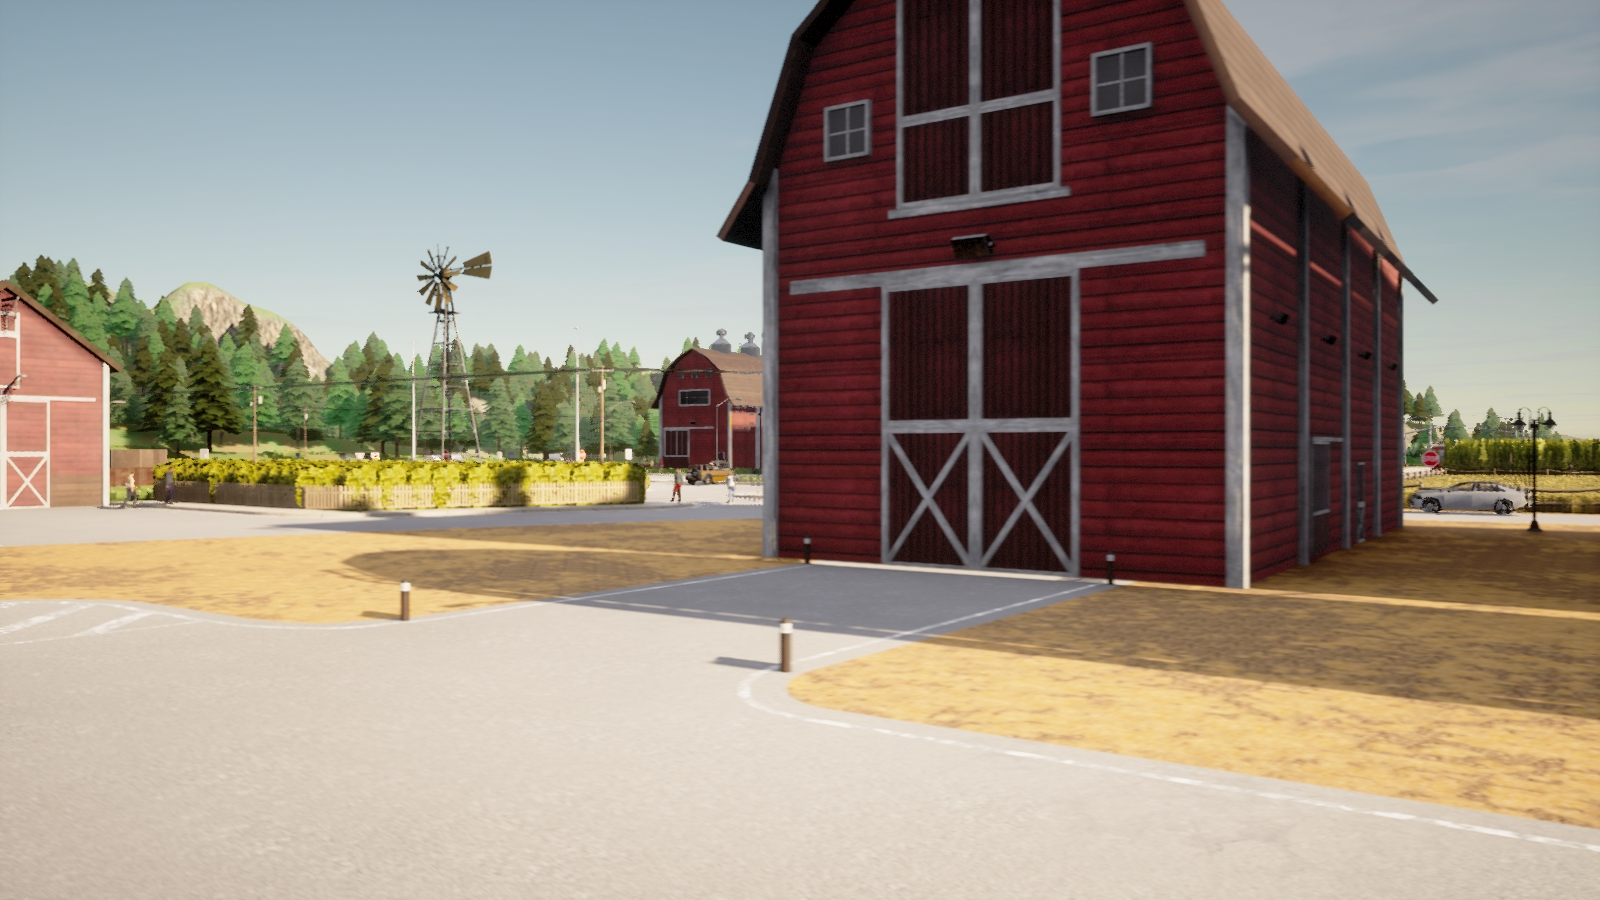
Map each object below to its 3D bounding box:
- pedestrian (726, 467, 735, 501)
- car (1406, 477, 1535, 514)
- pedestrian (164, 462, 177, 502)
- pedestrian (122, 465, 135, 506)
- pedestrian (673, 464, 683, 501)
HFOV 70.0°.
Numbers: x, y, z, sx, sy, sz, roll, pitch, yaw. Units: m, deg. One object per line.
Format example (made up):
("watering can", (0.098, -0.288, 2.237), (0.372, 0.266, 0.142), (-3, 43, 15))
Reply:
("pedestrian", (-3.784, 1.845, 62.450), (0.375, 1.860, 0.375), (0, 0, 20))
("car", (30.668, 2.048, 52.279), (4.902, 1.511, 2.128), (0, 0, 36))
("pedestrian", (-28.874, 1.466, 52.389), (0.375, 1.860, 0.375), (0, 0, 13))
("pedestrian", (-30.485, 1.617, 51.893), (0.375, 1.860, 0.375), (0, 0, 24))
("pedestrian", (-6.253, 1.653, 58.540), (0.375, 1.860, 0.375), (0, 0, 23))
